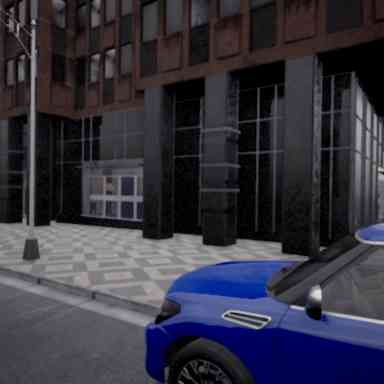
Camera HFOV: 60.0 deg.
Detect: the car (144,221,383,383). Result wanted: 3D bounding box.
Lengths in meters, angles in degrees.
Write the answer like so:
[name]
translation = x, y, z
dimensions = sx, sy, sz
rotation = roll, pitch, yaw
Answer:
[car]
translation = 2.161, 1.226, 2.788
dimensions = 5.566, 2.045, 2.150
rotation = 0, 0, 34
